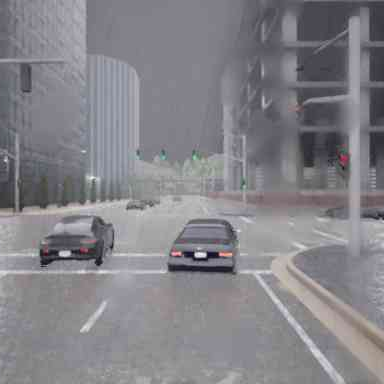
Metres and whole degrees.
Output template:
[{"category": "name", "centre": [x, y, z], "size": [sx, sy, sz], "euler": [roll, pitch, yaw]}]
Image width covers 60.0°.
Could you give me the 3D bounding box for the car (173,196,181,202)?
[{"category": "car", "centre": [-3.503, 1.611, 79.433], "size": [2.033, 1.411, 5.357], "euler": [0, 0, 0]}]

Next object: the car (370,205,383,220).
[{"category": "car", "centre": [15.903, 1.513, 23.398], "size": [5.357, 1.411, 2.033], "euler": [0, 0, 0]}]

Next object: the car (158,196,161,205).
[{"category": "car", "centre": [-7.011, 1.407, 61.535], "size": [2.097, 1.767, 4.553], "euler": [0, 0, 0]}]

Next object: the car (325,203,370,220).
[{"category": "car", "centre": [13.042, 1.532, 26.888], "size": [4.181, 1.385, 1.994], "euler": [0, 0, 0]}]

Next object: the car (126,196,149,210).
[{"category": "car", "centre": [-7.098, 1.602, 42.394], "size": [1.994, 1.385, 4.181], "euler": [0, 0, 0]}]

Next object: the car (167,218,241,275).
[{"category": "car", "centre": [0.543, 1.549, 10.521], "size": [2.033, 1.411, 5.357], "euler": [0, 0, 8]}]

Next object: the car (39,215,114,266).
[{"category": "car", "centre": [-3.797, 1.519, 11.476], "size": [1.812, 1.442, 4.674], "euler": [0, 0, -7]}]

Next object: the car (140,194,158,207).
[{"category": "car", "centre": [-7.079, 1.268, 51.713], "size": [2.150, 2.045, 5.566], "euler": [0, 0, 0]}]
